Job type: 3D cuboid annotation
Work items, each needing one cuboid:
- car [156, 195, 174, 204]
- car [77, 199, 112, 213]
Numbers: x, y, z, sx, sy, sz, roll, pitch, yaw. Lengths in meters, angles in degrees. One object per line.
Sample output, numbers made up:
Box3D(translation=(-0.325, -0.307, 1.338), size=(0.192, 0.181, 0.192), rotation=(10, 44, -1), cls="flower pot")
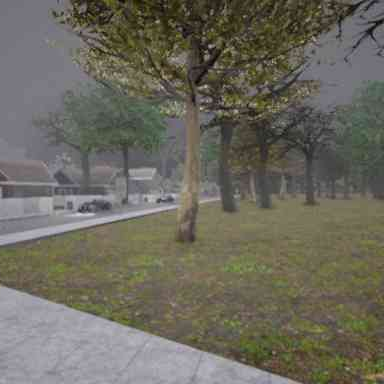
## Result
Box3D(translation=(-4.517, 1.226, 57.026), size=(2.033, 1.411, 5.357), rotation=(-1, 0, 12), cls="car")
Box3D(translation=(-9.692, 1.350, 33.339), size=(1.994, 1.385, 4.181), rotation=(-1, 0, 12), cls="car")
